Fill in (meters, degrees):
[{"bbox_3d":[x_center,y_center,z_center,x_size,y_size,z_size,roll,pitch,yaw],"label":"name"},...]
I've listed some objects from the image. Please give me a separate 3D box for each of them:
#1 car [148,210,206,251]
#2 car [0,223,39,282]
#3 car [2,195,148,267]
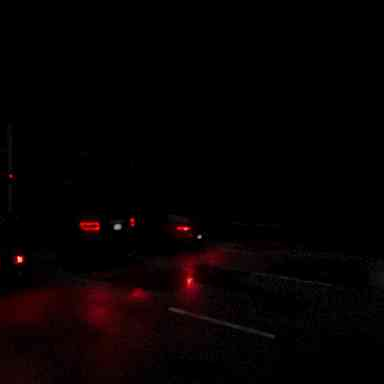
[{"bbox_3d":[-1.592,1.453,13.676,4.674,1.442,1.812,1,0,36],"label":"car"},{"bbox_3d":[-6.056,1.525,8.268,4.718,1.301,1.895,1,0,36],"label":"car"},{"bbox_3d":[-4.362,1.136,11.363,5.566,2.045,2.150,0,0,36],"label":"car"}]
